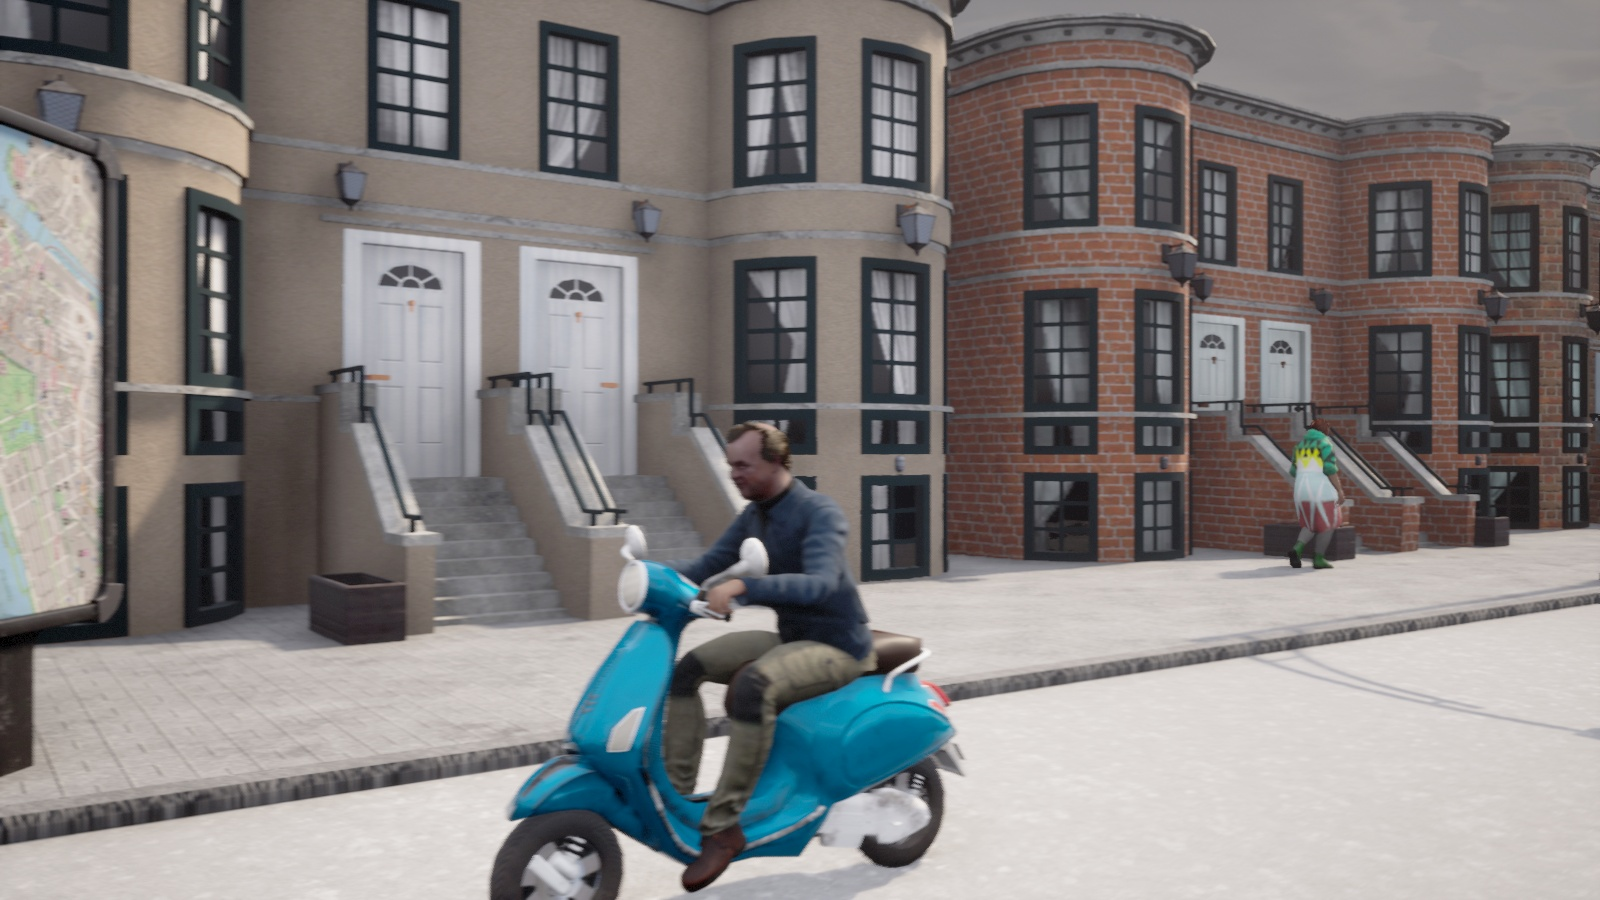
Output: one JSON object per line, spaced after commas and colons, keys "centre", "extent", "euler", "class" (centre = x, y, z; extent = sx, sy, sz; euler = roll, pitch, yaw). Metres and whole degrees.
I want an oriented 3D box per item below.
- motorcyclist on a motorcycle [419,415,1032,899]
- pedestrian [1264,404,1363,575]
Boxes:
{"centre": [-0.205, 0.704, 4.126], "extent": [1.817, 1.590, 0.866], "euler": [0, 0, -35], "class": "motorcyclist on a motorcycle"}
{"centre": [6.042, 0.447, 14.786], "extent": [0.873, 1.952, 0.659], "euler": [0, 0, -24], "class": "pedestrian"}
